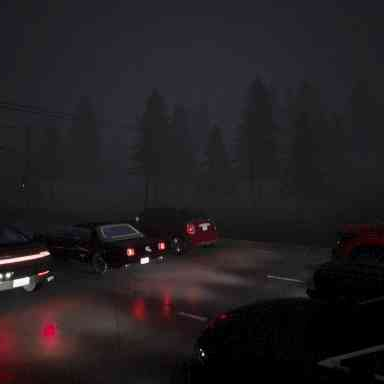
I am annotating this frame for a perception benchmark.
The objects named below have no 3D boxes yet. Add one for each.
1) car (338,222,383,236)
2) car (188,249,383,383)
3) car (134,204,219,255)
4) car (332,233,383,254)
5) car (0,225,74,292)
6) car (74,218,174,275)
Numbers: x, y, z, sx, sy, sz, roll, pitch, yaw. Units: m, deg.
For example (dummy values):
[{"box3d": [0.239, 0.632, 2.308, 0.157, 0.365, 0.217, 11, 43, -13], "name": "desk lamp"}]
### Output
[{"box3d": [6.413, 1.221, 8.020, 5.566, 2.045, 2.150, 0, 0, 35], "name": "car"}, {"box3d": [2.199, 1.492, 2.408, 4.902, 1.511, 2.128, 0, 0, 36], "name": "car"}, {"box3d": [-1.256, 1.352, 13.480, 4.553, 1.767, 2.097, 0, 0, 36], "name": "car"}, {"box3d": [4.353, 1.601, 5.191, 4.718, 1.301, 1.895, 0, 0, 35], "name": "car"}, {"box3d": [-5.205, 1.492, 7.698, 4.902, 1.511, 2.128, 0, 0, 35], "name": "car"}, {"box3d": [-3.076, 1.601, 10.474, 4.718, 1.301, 1.895, 0, 0, 37], "name": "car"}]
